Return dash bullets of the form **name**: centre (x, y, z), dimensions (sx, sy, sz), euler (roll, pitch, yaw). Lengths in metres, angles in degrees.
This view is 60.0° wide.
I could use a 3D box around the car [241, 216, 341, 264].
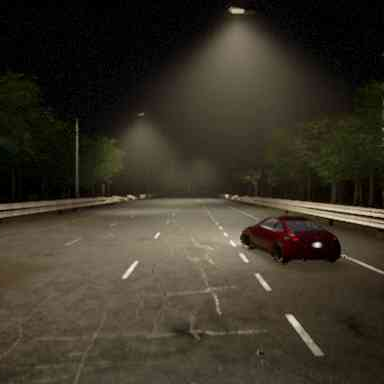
- **car**: centre (3.286, 1.528, 11.807), dimensions (1.994, 1.385, 4.181), euler (0, 0, -12)
